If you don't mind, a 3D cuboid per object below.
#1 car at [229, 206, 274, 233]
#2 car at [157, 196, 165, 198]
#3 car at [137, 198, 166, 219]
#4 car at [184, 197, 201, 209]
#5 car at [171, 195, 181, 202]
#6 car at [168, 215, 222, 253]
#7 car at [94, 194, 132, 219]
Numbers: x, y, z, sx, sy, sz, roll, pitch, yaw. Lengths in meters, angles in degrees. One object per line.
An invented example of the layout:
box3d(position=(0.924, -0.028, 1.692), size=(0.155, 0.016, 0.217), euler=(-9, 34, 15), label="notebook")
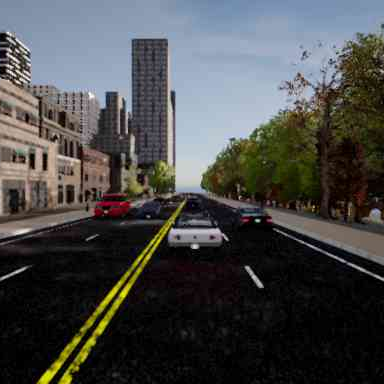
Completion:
box3d(position=(3.354, 1.508, 19.477), size=(2.033, 1.411, 5.357), euler=(0, 0, 0), label="car")
box3d(position=(-6.490, 1.442, 68.859), size=(1.895, 1.301, 4.718), euler=(0, 0, 0), label="car")
box3d(position=(-3.340, 1.488, 28.246), size=(2.033, 1.411, 5.357), euler=(0, 0, 0), label="car")
box3d(position=(0.107, 1.417, 42.551), size=(1.837, 1.490, 4.892), euler=(0, 1, 0), label="car")
box3d(position=(-3.240, 1.347, 68.890), size=(1.837, 1.490, 4.892), euler=(0, 0, 0), label="car")
box3d(position=(0.105, 1.573, 13.553), size=(1.895, 1.301, 4.718), euler=(0, 0, 0), label="car")
box3d(position=(-6.589, 1.162, 28.281), size=(2.150, 2.045, 5.566), euler=(0, 0, 0), label="car")
